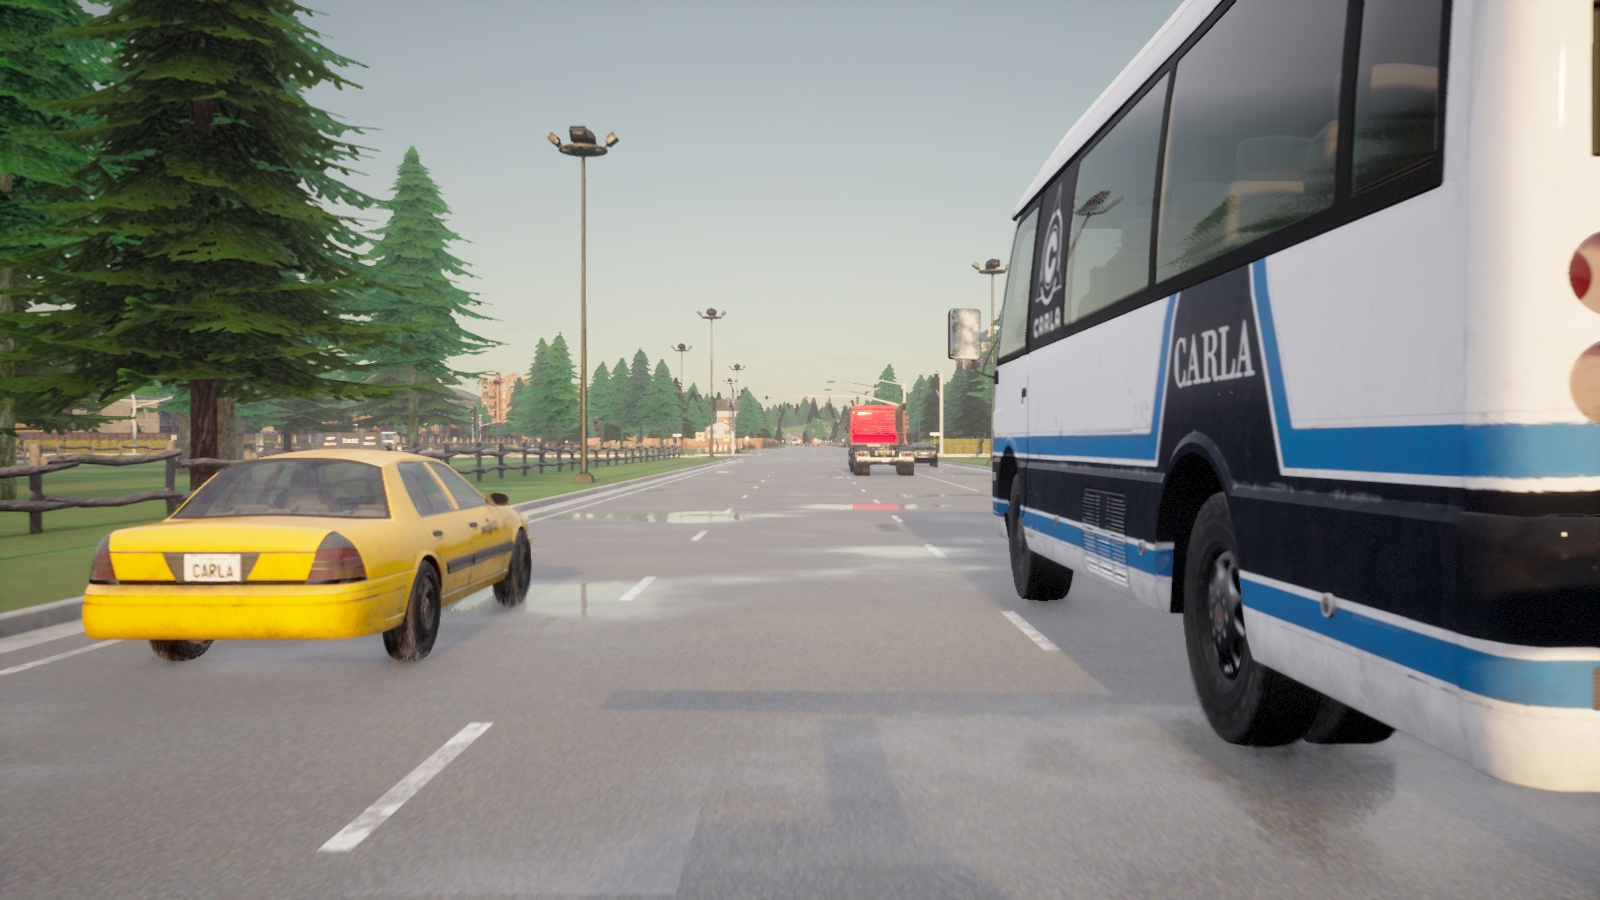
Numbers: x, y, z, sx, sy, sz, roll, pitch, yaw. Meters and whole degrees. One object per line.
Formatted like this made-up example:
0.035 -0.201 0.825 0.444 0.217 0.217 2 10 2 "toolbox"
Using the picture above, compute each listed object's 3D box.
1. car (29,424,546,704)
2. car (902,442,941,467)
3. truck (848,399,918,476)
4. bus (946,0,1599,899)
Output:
-3.429 0.628 9.756 1.801 1.575 5.366 0 0 0 "car"
7.459 0.262 77.631 2.007 1.525 4.514 0 0 0 "car"
3.861 -0.573 60.437 2.891 3.462 7.936 0 0 0 "truck"
3.567 -0.677 8.844 3.944 4.253 10.273 0 0 0 "bus"
